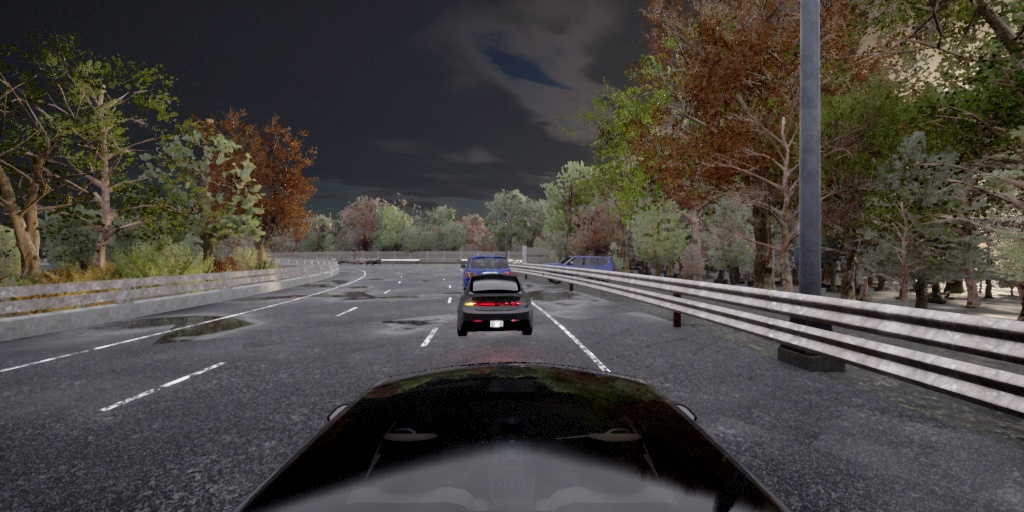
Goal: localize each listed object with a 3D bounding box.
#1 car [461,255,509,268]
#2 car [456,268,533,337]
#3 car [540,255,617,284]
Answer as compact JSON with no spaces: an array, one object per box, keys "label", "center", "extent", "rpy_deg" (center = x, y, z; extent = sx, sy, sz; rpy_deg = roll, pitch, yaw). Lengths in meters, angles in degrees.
[{"label":"car","center":[-1.317,0.971,17.829],"extent":[2.150,2.045,5.566],"rpy_deg":[0,0,-9]},{"label":"car","center":[-0.550,1.254,10.352],"extent":[1.837,1.490,4.892],"rpy_deg":[0,0,-5]},{"label":"car","center":[4.830,0.966,26.139],"extent":[5.566,2.045,2.150],"rpy_deg":[3,2,-6]}]
